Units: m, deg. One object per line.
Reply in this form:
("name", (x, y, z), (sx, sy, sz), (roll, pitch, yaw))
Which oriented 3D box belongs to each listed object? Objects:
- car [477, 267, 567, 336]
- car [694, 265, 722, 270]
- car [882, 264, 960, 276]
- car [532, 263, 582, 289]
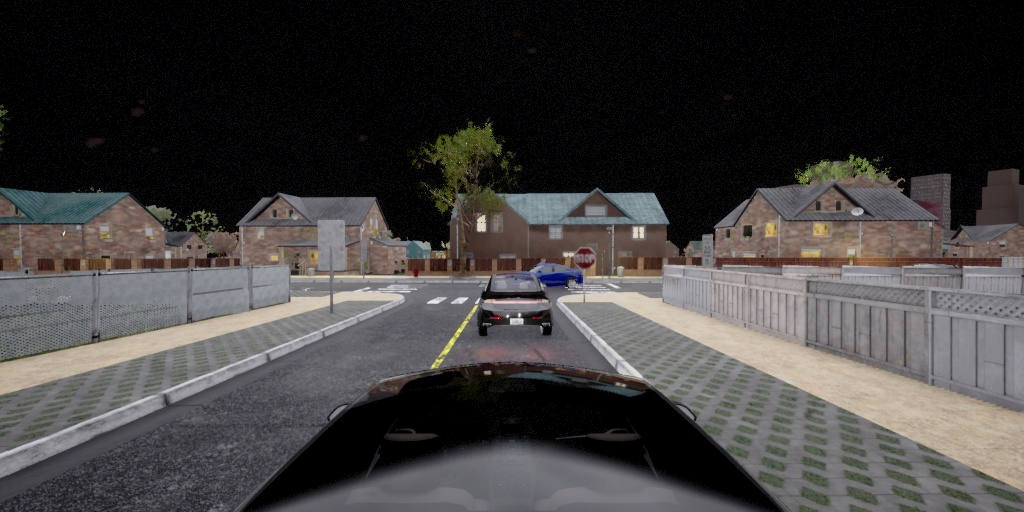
("car", (0.029, 1.238, 10.377), (2.128, 1.511, 4.902), (0, 0, -2))
("car", (12.270, 1.263, 23.340), (4.181, 1.385, 1.994), (0, 1, 1))
("car", (26.556, 1.220, 23.037), (4.674, 1.442, 1.812), (0, 1, 0))
("car", (1.887, 1.220, 21.813), (5.008, 1.535, 1.882), (0, 1, -23))
